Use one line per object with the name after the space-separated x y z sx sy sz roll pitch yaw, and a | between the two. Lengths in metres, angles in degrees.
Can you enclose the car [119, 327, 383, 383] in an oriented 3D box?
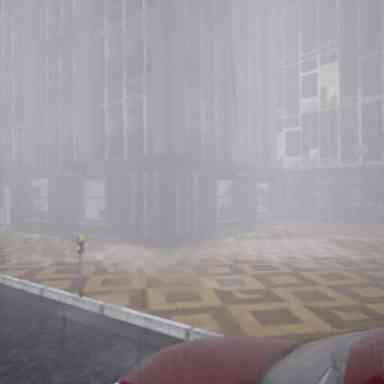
1.264 1.582 1.970 4.206 1.307 1.802 -1 0 35 | car
